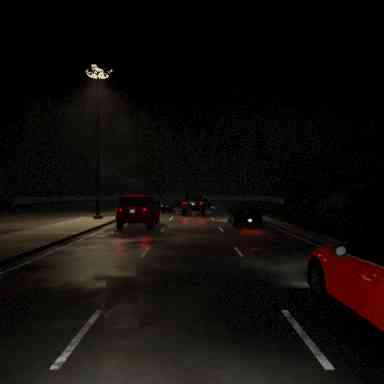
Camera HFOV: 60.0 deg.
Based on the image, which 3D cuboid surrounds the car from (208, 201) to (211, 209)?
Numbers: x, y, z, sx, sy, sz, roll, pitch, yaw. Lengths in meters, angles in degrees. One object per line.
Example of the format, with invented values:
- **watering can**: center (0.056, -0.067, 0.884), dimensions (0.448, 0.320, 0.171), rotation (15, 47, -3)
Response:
- **car**: center (1.261, 1.492, 43.033), dimensions (2.128, 1.511, 4.902), rotation (0, 0, 12)

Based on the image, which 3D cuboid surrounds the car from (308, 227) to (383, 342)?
- **car**: center (3.600, 1.352, 5.511), dimensions (2.097, 1.767, 4.553), rotation (0, 0, 0)

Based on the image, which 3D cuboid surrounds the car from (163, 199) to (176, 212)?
- **car**: center (-3.036, 1.548, 38.560), dimensions (2.033, 1.411, 5.357), rotation (0, 0, 5)

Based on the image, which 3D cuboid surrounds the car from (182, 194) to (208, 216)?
- **car**: center (0.198, 1.219, 32.889), dimensions (2.150, 2.045, 5.566), rotation (0, 0, 2)

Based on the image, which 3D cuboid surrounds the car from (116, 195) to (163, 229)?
- **car**: center (-3.400, 1.217, 21.623), dimensions (2.150, 2.045, 5.566), rotation (0, -1, 0)

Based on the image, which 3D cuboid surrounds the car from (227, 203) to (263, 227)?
- **car**: center (3.602, 1.505, 23.031), dimensions (1.837, 1.490, 4.892), rotation (0, 0, 0)
